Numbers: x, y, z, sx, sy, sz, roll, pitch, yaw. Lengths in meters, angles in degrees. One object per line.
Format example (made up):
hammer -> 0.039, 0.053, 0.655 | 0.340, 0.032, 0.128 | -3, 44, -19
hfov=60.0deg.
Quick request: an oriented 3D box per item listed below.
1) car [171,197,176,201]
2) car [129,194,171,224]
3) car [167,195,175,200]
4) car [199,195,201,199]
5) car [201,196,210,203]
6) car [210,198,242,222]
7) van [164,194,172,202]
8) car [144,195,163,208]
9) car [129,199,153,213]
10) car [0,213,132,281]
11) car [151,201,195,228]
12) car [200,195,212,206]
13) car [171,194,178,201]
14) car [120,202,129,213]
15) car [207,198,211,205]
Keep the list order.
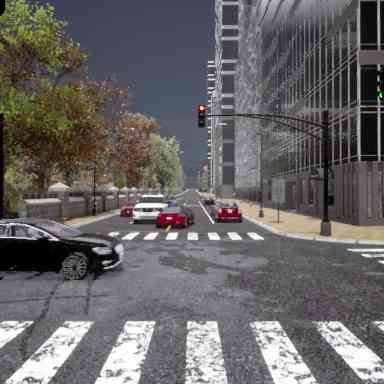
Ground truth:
car -> -3.023, 1.528, 35.631 | 1.812, 1.442, 4.674 | 0, 0, 0
car -> -3.049, 1.223, 25.477 | 2.150, 2.045, 5.566 | 0, 0, 0
car -> -5.500, 1.531, 88.525 | 1.802, 1.307, 4.206 | 0, 0, 0
car -> 2.820, 1.434, 60.083 | 1.967, 1.590, 4.097 | 0, 0, 0
car -> 2.845, 1.506, 71.619 | 1.752, 1.417, 4.829 | 0, 0, 0
car -> 2.747, 1.442, 25.997 | 1.967, 1.590, 4.097 | 0, 0, 0
van -> -5.523, 1.313, 77.158 | 1.690, 1.788, 3.998 | 0, 0, 0
car -> -5.585, 1.316, 48.742 | 2.192, 1.841, 5.009 | 0, 0, 0
car -> -5.610, 1.553, 37.376 | 2.008, 1.369, 4.403 | 0, 0, 0
car -> -4.408, 1.498, 9.260 | 4.902, 1.511, 2.128 | 0, 0, 1
car -> -1.022, 1.565, 22.202 | 1.994, 1.385, 4.181 | 0, 0, 10
car -> 2.807, 1.564, 54.402 | 1.947, 1.339, 4.313 | 0, 0, 0
car -> -2.992, 1.354, 45.841 | 2.097, 1.767, 4.553 | 0, 0, 0
car -> -5.622, 1.547, 31.693 | 1.887, 1.381, 4.507 | 0, 0, 0
car -> 2.758, 1.568, 31.678 | 1.947, 1.339, 4.313 | 0, 0, 0
